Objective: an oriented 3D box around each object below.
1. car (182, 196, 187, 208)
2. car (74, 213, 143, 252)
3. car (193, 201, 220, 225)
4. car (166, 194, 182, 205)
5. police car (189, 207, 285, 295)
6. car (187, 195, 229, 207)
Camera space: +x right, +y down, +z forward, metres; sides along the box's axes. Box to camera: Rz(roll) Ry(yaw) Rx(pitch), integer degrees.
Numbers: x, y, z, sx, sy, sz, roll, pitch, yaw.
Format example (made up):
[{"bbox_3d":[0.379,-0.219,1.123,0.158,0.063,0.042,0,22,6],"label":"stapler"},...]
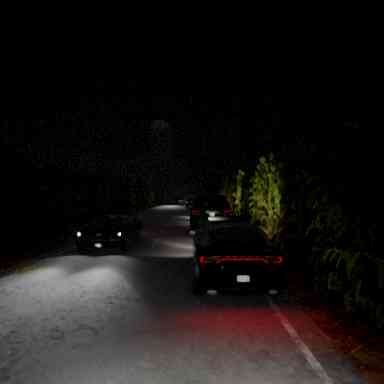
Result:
[{"bbox_3d":[0.025,1.468,46.779,2.033,1.411,5.357,0,0,1],"label":"car"},{"bbox_3d":[-3.298,1.577,13.953,1.895,1.301,4.718,0,0,0],"label":"car"},{"bbox_3d":[0.965,1.484,24.687,1.812,1.442,4.674,0,0,0],"label":"car"},{"bbox_3d":[-3.271,1.397,55.008,2.128,1.511,4.902,0,0,0],"label":"car"},{"bbox_3d":[0.961,1.410,8.797,1.930,1.638,5.238,0,0,0],"label":"police car"},{"bbox_3d":[0.964,1.189,18.717,2.150,2.045,5.566,0,0,0],"label":"car"}]
